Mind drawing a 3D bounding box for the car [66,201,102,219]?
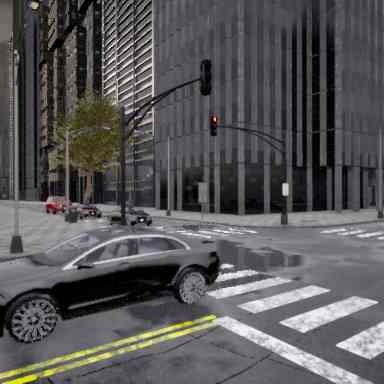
[{"bbox_3d":[-10.239,1.813,31.974,1.994,1.385,4.181,0,0,-36],"label":"car"}]

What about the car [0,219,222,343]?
[{"bbox_3d":[-1.650,1.489,6.503,4.902,1.511,2.128,0,0,-36],"label":"car"}]

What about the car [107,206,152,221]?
[{"bbox_3d":[-4.518,1.724,23.938,1.994,1.385,4.181,0,0,-35],"label":"car"}]

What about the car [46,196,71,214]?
[{"bbox_3d":[-16.140,1.570,40.305,2.150,2.045,5.566,0,0,-35],"label":"car"}]
